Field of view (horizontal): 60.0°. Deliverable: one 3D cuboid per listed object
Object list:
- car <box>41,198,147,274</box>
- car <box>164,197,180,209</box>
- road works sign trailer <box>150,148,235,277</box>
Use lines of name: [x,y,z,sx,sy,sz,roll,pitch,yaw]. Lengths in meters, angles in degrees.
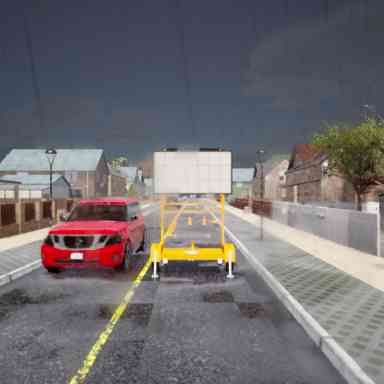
car: [-2.837,1.228,10.960,2.150,2.045,5.566,0,0,0]
car: [-2.704,1.440,45.725,2.097,1.767,4.553,0,0,0]
road works sign trailer: [0.024,0.470,10.199,2.380,3.560,2.880,0,0,0]
